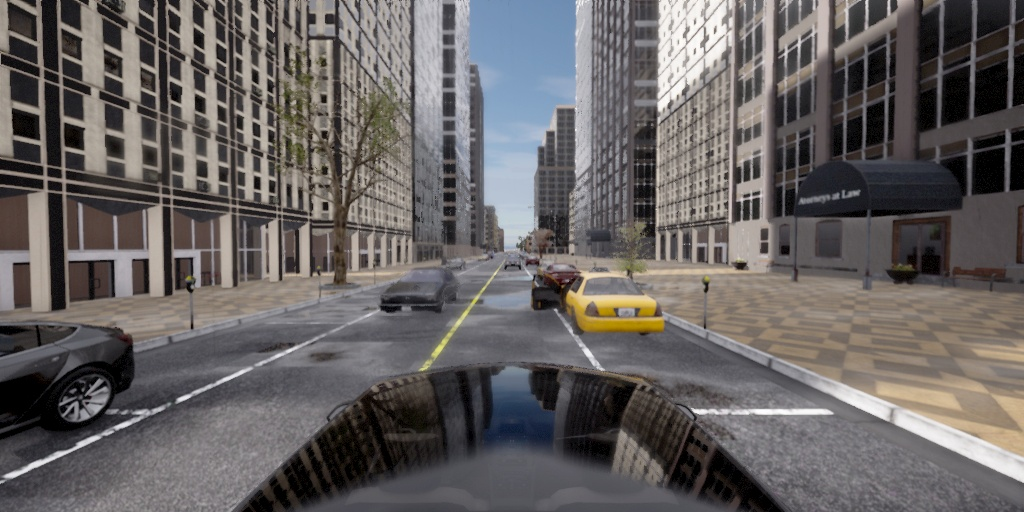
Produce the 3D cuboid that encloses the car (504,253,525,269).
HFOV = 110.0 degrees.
[{"bbox_3d":[0.096,0.723,41.117,2.033,1.411,5.357,0,1,0],"label":"car"}]

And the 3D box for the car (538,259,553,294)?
[{"bbox_3d":[2.692,1.034,19.755,1.888,1.381,4.507,0,0,0],"label":"car"}]

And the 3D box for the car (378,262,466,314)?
[{"bbox_3d":[-3.097,1.131,13.190,2.033,1.411,5.357,0,1,0],"label":"car"}]

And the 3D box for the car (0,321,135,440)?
[{"bbox_3d":[-5.693,1.299,2.828,1.948,1.339,4.313,0,0,0],"label":"car"}]

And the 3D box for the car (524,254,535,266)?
[{"bbox_3d":[2.699,0.620,47.966,1.888,1.381,4.507,0,0,0],"label":"car"}]

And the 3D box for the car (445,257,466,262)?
[{"bbox_3d":[-5.684,0.791,36.672,2.007,1.370,4.403,0,0,0],"label":"car"}]

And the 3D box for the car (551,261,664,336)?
[{"bbox_3d":[2.352,1.088,9.911,1.801,1.575,5.366,0,1,0],"label":"car"}]

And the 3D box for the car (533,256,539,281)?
[{"bbox_3d":[2.694,0.932,25.567,1.751,1.417,4.829,0,0,0],"label":"car"}]
